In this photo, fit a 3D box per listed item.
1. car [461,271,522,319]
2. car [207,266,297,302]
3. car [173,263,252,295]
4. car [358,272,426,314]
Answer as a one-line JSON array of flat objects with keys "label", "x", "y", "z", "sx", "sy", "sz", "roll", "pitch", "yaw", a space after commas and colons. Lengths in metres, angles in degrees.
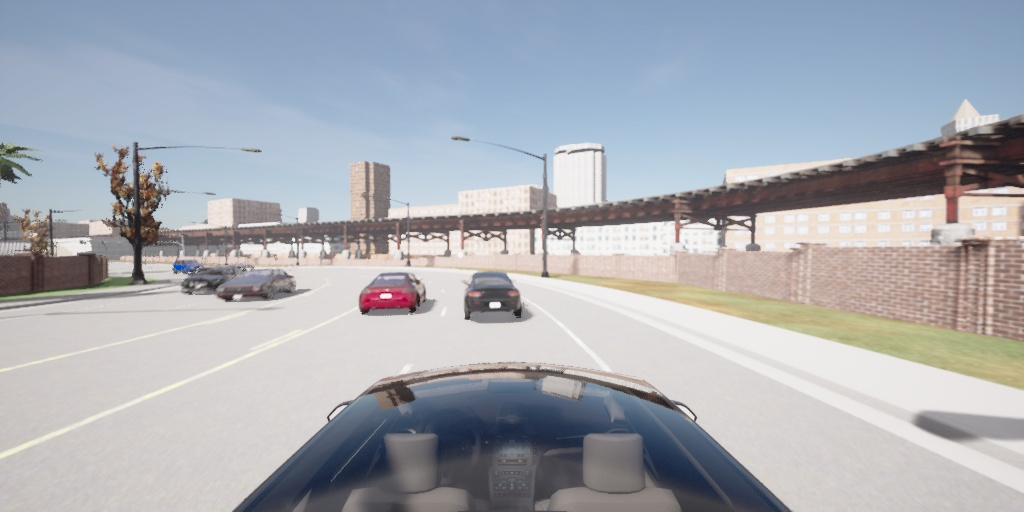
[{"label": "car", "x": -0.801, "y": 1.248, "z": 12.684, "sx": 1.812, "sy": 1.442, "sz": 4.674, "roll": -1, "pitch": 0, "yaw": -8}, {"label": "car", "x": -12.507, "y": 1.354, "z": 18.022, "sx": 2.033, "sy": 1.411, "sz": 5.357, "roll": -1, "pitch": 0, "yaw": -15}, {"label": "car", "x": -17.151, "y": 1.362, "z": 20.888, "sx": 1.837, "sy": 1.490, "sz": 4.892, "roll": 0, "pitch": 0, "yaw": -21}, {"label": "car", "x": -4.518, "y": 1.309, "z": 14.018, "sx": 1.994, "sy": 1.385, "sz": 4.181, "roll": 0, "pitch": 0, "yaw": -8}]
